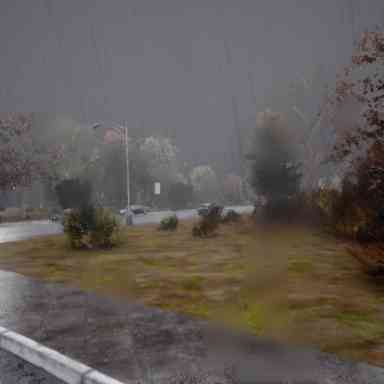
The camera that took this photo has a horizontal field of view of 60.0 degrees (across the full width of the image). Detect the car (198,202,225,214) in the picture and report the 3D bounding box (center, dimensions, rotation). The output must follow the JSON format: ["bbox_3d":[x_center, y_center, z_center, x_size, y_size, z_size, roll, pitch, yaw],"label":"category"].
[{"bbox_3d":[2.496,2.063,41.812,1.837,1.490,4.892,-3,-2,32],"label":"car"}]

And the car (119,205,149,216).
[{"bbox_3d":[-7.870,2.491,45.391,2.128,1.511,4.902,-3,-2,32],"label":"car"}]

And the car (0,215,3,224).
[{"bbox_3d":[-18.873,2.439,28.341,1.837,1.490,4.892,-3,-2,35],"label":"car"}]

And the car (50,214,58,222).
[{"bbox_3d":[-13.428,2.517,36.650,1.994,1.385,4.181,-3,-2,32],"label":"car"}]
